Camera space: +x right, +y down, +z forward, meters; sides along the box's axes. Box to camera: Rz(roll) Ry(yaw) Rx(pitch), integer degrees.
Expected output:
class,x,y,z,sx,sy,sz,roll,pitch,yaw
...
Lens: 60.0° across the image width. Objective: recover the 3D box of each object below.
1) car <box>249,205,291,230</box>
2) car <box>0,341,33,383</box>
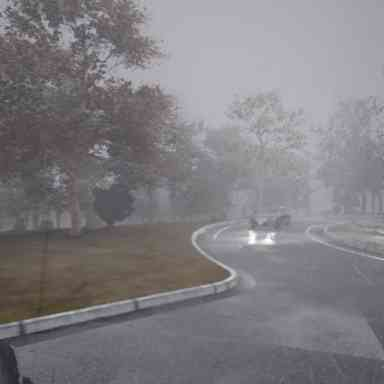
class,x,y,z,sx,sy,sz,roll,pitch,yaw
car,5.391,1.652,22.576,2.128,1.511,4.902,0,-1,29
car,-3.410,1.527,1.094,5.357,1.411,2.033,1,0,-29
